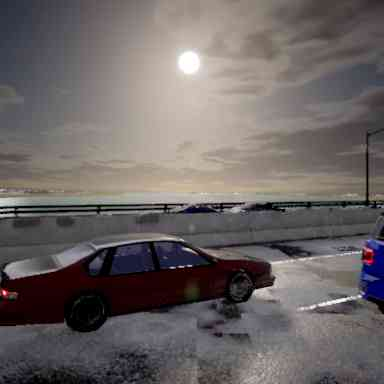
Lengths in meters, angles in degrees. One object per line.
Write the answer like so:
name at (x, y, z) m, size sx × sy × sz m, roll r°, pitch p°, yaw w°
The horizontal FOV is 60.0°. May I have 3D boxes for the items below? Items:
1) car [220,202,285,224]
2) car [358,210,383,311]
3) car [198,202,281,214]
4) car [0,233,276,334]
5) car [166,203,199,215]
car at (4.699, 1.574, 25.683) m, size 4.892 × 1.490 × 1.837 m, roll 0°, pitch 0°, yaw -28°
car at (5.559, 1.245, 6.146) m, size 5.566 × 2.045 × 2.150 m, roll 0°, pitch 0°, yaw -28°
car at (3.392, 1.603, 21.051) m, size 5.357 × 1.411 × 2.033 m, roll 0°, pitch 0°, yaw -28°
car at (-0.897, 1.562, 6.695) m, size 5.357 × 1.411 × 2.033 m, roll 0°, pitch 0°, yaw -28°
car at (-0.014, 1.629, 27.165) m, size 4.181 × 1.385 × 1.994 m, roll 0°, pitch 0°, yaw -28°
